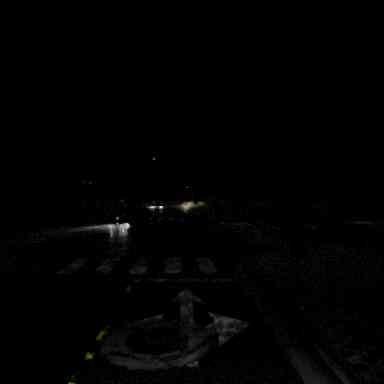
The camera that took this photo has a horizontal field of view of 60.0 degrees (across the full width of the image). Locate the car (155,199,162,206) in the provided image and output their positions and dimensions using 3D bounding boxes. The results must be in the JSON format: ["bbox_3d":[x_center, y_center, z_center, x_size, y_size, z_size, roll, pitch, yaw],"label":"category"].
[{"bbox_3d":[-6.785,2.084,65.711,1.812,1.442,4.674,0,0,-4],"label":"car"}]

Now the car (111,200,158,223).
[{"bbox_3d":[-5.116,1.792,28.512,2.128,1.511,4.902,0,0,18],"label":"car"}]
